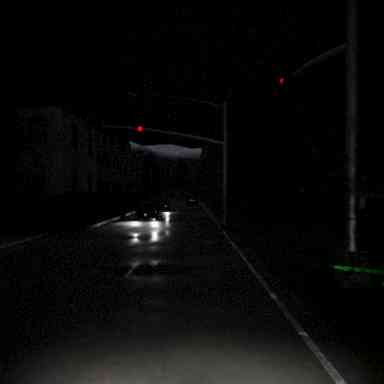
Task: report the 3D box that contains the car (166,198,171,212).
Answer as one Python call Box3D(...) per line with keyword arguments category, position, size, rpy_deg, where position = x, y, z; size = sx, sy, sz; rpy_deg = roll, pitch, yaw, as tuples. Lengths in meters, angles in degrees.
Box3D(category="car", position=(-3.538, 1.499, 39.520), size=(1.837, 1.490, 4.892), rpy_deg=(0, 0, 1))

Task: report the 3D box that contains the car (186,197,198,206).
Box3D(category="car", position=(0.061, 1.486, 53.776), size=(2.128, 1.511, 4.902), rpy_deg=(0, 0, 0))

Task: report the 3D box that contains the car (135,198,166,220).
Box3D(category="car", position=(-3.560, 1.502, 27.828), size=(1.837, 1.490, 4.892), rpy_deg=(0, 0, 0))
